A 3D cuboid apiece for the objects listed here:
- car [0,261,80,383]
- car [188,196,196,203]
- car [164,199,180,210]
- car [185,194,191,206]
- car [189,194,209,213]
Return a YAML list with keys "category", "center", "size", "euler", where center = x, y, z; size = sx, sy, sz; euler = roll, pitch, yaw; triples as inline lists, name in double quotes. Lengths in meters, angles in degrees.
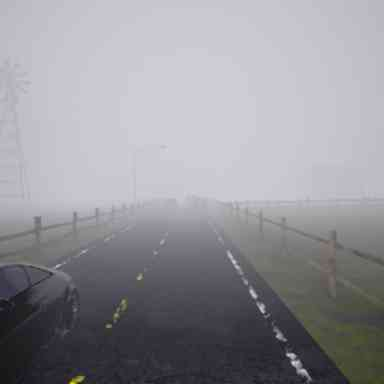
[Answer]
- category: "car"
  center: [-2.847, 1.576, 3.859]
  size: [1.994, 1.385, 4.181]
  euler: [0, 0, 0]
- category: "car"
  center: [0.017, 1.657, 73.651]
  size: [1.812, 1.442, 4.674]
  euler: [0, 0, 0]
- category: "car"
  center: [-2.822, 1.687, 46.150]
  size: [1.812, 1.442, 4.674]
  euler: [0, 0, 0]
- category: "car"
  center: [0.012, 1.434, 58.978]
  size: [2.150, 2.045, 5.566]
  euler: [0, 0, 0]
- category: "car"
  center: [0.970, 1.488, 39.998]
  size: [2.097, 1.767, 4.553]
  euler: [0, 0, 0]
